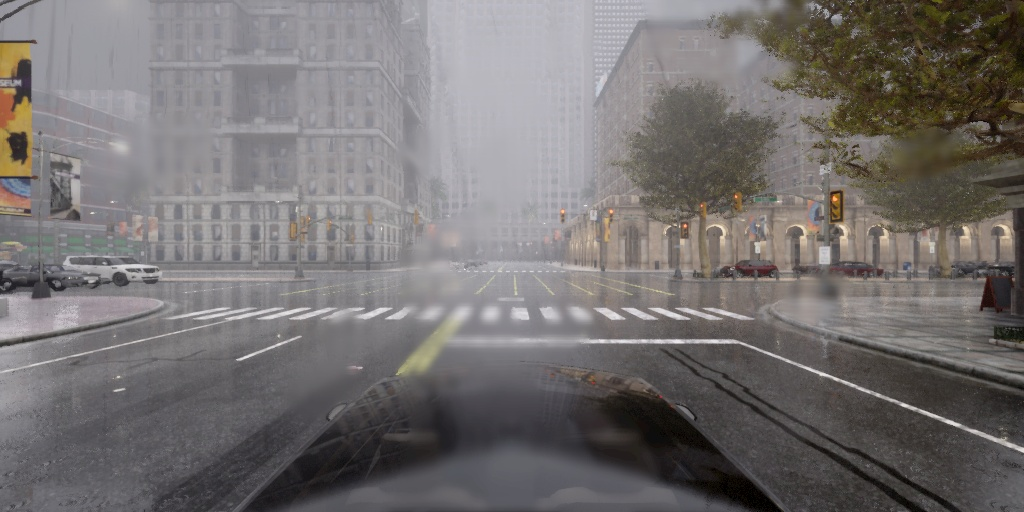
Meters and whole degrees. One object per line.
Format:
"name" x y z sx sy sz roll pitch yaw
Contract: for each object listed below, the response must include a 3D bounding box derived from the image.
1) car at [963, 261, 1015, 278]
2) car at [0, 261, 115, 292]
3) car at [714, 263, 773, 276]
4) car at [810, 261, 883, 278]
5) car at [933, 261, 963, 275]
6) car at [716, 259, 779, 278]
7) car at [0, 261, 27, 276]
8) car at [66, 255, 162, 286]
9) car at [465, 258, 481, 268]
"car" 44.738 1.240 32.356 4.902 1.511 2.128 0 0 0
"car" -27.066 1.242 21.030 4.902 1.511 2.128 0 0 0
"car" 23.146 1.351 35.977 4.718 1.301 1.895 0 0 0
"car" 30.373 1.351 32.441 4.718 1.301 1.895 0 0 0
"car" 45.183 1.242 35.851 4.902 1.511 2.128 0 0 1
"car" 21.385 1.102 32.485 4.553 1.767 2.097 0 0 0
"car" -52.547 1.255 36.911 4.892 1.490 1.837 0 0 20
"car" -27.387 0.971 24.547 5.566 2.045 2.150 0 0 2
"car" -7.108 1.227 63.023 1.882 1.535 5.008 0 0 1
